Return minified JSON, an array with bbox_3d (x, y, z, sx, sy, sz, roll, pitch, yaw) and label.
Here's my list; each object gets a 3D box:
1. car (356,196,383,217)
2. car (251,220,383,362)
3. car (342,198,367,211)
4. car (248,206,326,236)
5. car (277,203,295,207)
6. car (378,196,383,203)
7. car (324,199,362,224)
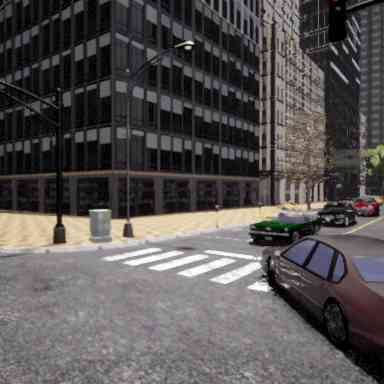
[{"bbox_3d":[15.807,1.282,30.541,2.097,1.767,4.553,1,0,37],"label":"car"},{"bbox_3d":[2.840,1.531,6.182,2.033,1.411,5.357,0,0,-4],"label":"car"},{"bbox_3d":[19.727,1.466,40.200,1.947,1.339,4.313,0,0,37],"label":"car"},{"bbox_3d":[4.341,1.547,15.090,1.895,1.301,4.718,1,0,36],"label":"car"},{"bbox_3d":[6.184,1.447,21.954,1.752,1.417,4.829,0,0,37],"label":"car"},{"bbox_3d":[36.528,1.446,62.837,1.802,1.307,4.206,0,0,37],"label":"car"},{"bbox_3d":[9.818,1.443,22.489,1.837,1.490,4.892,1,0,37],"label":"car"}]
